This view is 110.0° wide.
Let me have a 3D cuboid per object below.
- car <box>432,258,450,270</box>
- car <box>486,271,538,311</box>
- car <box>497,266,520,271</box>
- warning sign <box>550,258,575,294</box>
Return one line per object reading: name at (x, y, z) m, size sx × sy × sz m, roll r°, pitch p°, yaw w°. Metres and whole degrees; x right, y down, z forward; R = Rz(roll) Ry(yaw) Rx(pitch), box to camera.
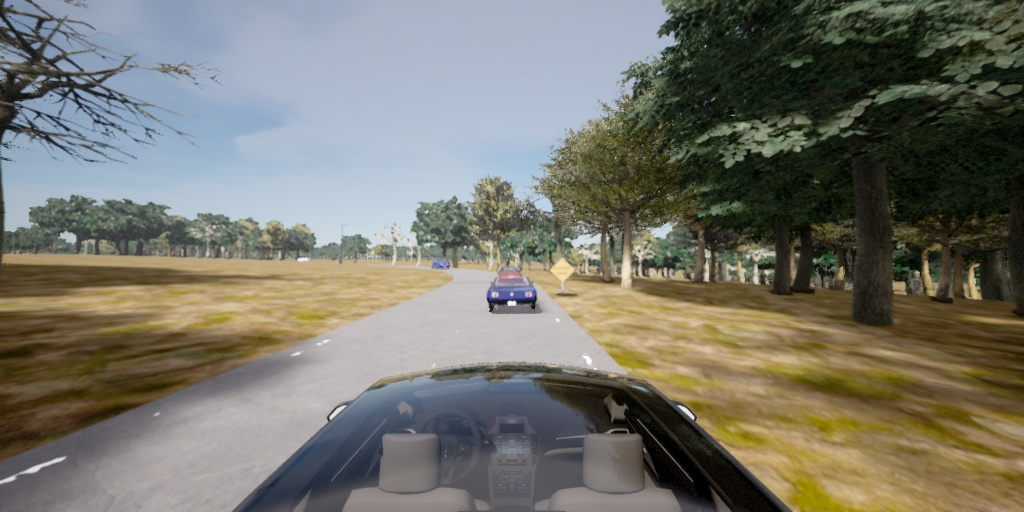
car at (-12.657, 1.381, 63.722) m, size 2.150 × 2.045 × 5.566 m, roll 1°, pitch -1°, yaw -26°
car at (0.009, 1.457, 15.104) m, size 1.895 × 1.301 × 4.718 m, roll -1°, pitch -1°, yaw 0°
car at (-0.278, 1.546, 30.303) m, size 1.994 × 1.385 × 4.181 m, roll 0°, pitch 0°, yaw -4°
warning sign at (2.651, 1.015, 18.717) m, size 1.300 × 1.860 × 1.060 m, roll 0°, pitch 0°, yaw 0°
